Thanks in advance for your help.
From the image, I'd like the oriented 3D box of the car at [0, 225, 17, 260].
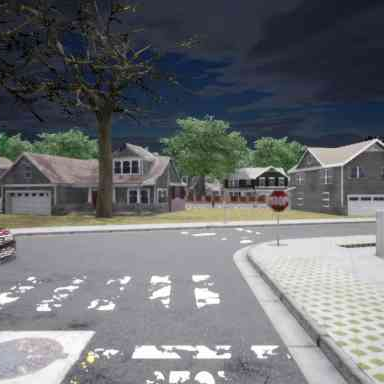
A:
[{"bbox_3d":[-8.002,1.311,10.347,4.553,1.767,2.097,0,0,-2],"label":"car"}]
